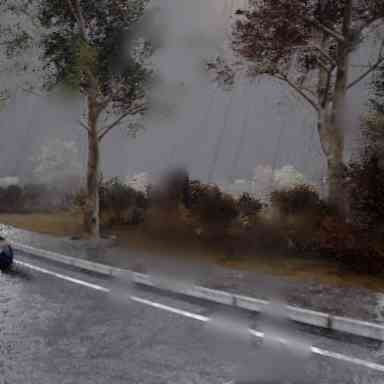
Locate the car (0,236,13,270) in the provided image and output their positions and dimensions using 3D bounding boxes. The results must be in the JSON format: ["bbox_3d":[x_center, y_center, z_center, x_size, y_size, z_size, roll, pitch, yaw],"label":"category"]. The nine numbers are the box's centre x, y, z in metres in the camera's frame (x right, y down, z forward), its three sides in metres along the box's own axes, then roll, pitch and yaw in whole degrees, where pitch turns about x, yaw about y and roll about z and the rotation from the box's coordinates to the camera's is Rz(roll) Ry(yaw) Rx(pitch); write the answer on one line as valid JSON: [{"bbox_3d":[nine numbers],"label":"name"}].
[{"bbox_3d":[-7.186,1.602,10.197,4.181,1.385,1.994,0,0,42],"label":"car"}]
